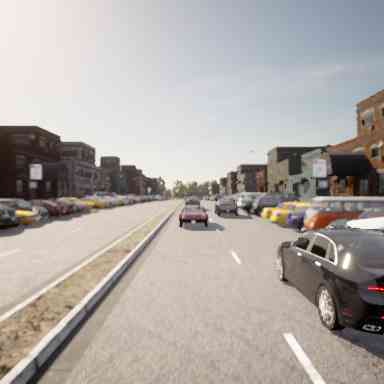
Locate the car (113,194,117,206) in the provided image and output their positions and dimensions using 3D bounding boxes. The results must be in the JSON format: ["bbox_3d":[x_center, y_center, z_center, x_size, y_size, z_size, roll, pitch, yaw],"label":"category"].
[{"bbox_3d":[-12.822,1.349,43.801,4.674,1.452,2.002,0,0,0],"label":"car"}]

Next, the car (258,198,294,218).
[{"bbox_3d":[7.824,1.415,24.162,5.366,1.575,1.946,0,0,0],"label":"car"}]

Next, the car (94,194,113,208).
[{"bbox_3d":[-13.010,1.313,41.030,5.366,1.575,1.946,0,0,0],"label":"car"}]

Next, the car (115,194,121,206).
[{"bbox_3d":[-12.812,1.350,46.458,4.674,1.452,2.002,0,0,0],"label":"car"}]

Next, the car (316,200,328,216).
[{"bbox_3d":[7.671,1.336,13.128,4.553,1.767,2.185,0,0,0],"label":"car"}]

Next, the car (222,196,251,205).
[{"bbox_3d":[7.634,1.431,57.233,4.674,1.452,2.002,0,-1,0],"label":"car"}]

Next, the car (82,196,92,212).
[{"bbox_3d":[-12.846,1.364,32.570,4.892,1.521,2.231,0,0,0],"label":"car"}]

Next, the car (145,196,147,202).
[{"bbox_3d":[-12.739,1.600,71.454,4.792,1.488,2.163,0,-1,0],"label":"car"}]

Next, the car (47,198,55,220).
[{"bbox_3d":[-12.887,1.288,24.231,4.553,1.767,2.185,0,0,0],"label":"car"}]

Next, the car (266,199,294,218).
[{"bbox_3d":[7.824,1.428,21.402,5.366,1.575,1.946,0,0,0],"label":"car"}]

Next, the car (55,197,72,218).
[{"bbox_3d":[-12.845,1.398,27.010,5.008,1.535,2.097,0,0,0],"label":"car"}]

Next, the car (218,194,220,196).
[{"bbox_3d":[7.631,1.421,59.988,5.008,1.535,2.097,0,-1,0],"label":"car"}]

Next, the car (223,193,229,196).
[{"bbox_3d":[7.609,1.071,46.215,5.566,2.045,2.435,0,0,0],"label":"car"}]

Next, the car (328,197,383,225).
[{"bbox_3d":[7.611,1.217,10.369,5.566,2.045,2.435,0,0,0],"label":"car"}]

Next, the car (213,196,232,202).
[{"bbox_3d":[7.632,1.800,84.837,4.674,1.452,2.002,0,-1,0],"label":"car"}]

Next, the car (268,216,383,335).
[{"bbox_3d":[3.100,1.500,6.836,1.837,1.490,4.892,0,0,0],"label":"car"}]

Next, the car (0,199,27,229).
[{"bbox_3d":[-12.836,1.189,18.791,5.566,2.045,2.435,0,0,0],"label":"car"}]

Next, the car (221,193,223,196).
[{"bbox_3d":[7.609,1.077,48.968,5.566,2.045,2.435,0,0,0],"label":"car"}]

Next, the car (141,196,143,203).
[{"bbox_3d":[-12.964,1.493,66.023,5.366,1.575,1.946,0,-1,0],"label":"car"}]

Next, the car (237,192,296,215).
[{"bbox_3d":[7.610,1.119,32.434,5.566,2.045,2.435,0,0,0],"label":"car"}]

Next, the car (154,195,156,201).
[{"bbox_3d":[-12.735,1.858,88.126,4.674,1.452,2.002,0,-1,0],"label":"car"}]

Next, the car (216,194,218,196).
[{"bbox_3d":[7.665,1.521,65.502,4.792,1.488,2.163,0,-1,0],"label":"car"}]

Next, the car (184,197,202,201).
[{"bbox_3d":[0.098,1.350,41.163,1.837,1.490,4.892,0,0,0],"label":"car"}]

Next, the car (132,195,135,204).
[{"bbox_3d":[-12.762,1.261,57.564,4.553,1.767,2.185,0,-1,0],"label":"car"}]

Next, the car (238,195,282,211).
[{"bbox_3d":[7.669,1.213,37.947,4.553,1.767,2.185,0,0,0],"label":"car"}]

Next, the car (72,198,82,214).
[{"bbox_3d":[-12.874,1.410,29.790,4.792,1.488,2.163,0,0,0],"label":"car"}]

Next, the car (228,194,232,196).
[{"bbox_3d":[7.632,1.320,43.457,5.008,1.535,2.097,0,0,0],"label":"car"}]

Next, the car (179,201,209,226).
[{"bbox_3d":[0.099,1.546,22.678,1.895,1.301,4.718,0,0,0],"label":"car"}]

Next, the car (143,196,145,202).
[{"bbox_3d":[-12.746,1.406,68.685,4.553,1.767,2.185,0,-1,0],"label":"car"}]

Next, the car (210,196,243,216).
[{"bbox_3d":[3.098,1.391,30.898,2.128,1.511,4.902,0,0,0],"label":"car"}]

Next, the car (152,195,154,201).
[{"bbox_3d":[-12.742,1.734,82.694,5.008,1.535,2.097,0,-1,0],"label":"car"}]

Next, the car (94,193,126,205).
[{"bbox_3d":[-12.995,1.316,49.232,5.366,1.575,1.946,0,0,0],"label":"car"}]

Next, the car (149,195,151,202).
[{"bbox_3d":[-12.751,1.650,77.012,4.892,1.521,2.231,0,-1,0],"label":"car"}]

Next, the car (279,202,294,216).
[{"bbox_3d":[7.637,1.483,18.646,4.674,1.452,2.002,0,0,0],"label":"car"}]

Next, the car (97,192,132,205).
[{"bbox_3d":[-12.776,1.083,52.012,5.566,2.045,2.435,0,0,0],"label":"car"}]

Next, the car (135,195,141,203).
[{"bbox_3d":[-12.789,1.460,63.243,4.892,1.521,2.231,0,-1,0],"label":"car"}]

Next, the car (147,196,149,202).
[{"bbox_3d":[-12.768,1.609,74.233,5.008,1.535,2.097,0,-1,0],"label":"car"}]

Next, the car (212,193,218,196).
[{"bbox_3d":[7.664,1.311,71.020,5.566,2.045,2.435,0,-1,0],"label":"car"}]

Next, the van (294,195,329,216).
[{"bbox_3d":[7.523,1.228,15.886,4.442,1.987,1.878,0,0,0],"label":"van"}]

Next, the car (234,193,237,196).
[{"bbox_3d":[7.666,1.103,35.191,5.566,2.045,2.435,0,0,0],"label":"car"}]

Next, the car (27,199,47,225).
[{"bbox_3d":[-12.675,1.426,21.575,5.366,1.575,1.946,0,0,0],"label":"car"}]

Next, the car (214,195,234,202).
[{"bbox_3d":[7.604,1.551,79.289,4.553,1.767,2.185,0,-1,0],"label":"car"}]

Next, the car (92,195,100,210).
[{"bbox_3d":[-12.840,1.344,35.473,5.008,1.535,2.097,0,0,0],"label":"car"}]

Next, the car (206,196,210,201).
[{"bbox_3d":[7.449,1.889,93.071,5.366,1.575,1.946,0,-1,0],"label":"car"}]
